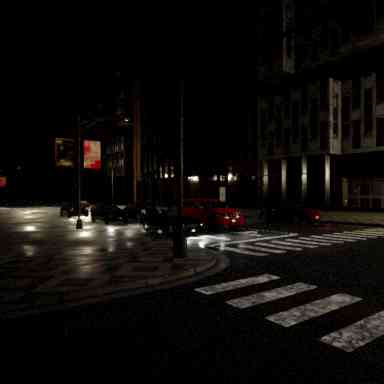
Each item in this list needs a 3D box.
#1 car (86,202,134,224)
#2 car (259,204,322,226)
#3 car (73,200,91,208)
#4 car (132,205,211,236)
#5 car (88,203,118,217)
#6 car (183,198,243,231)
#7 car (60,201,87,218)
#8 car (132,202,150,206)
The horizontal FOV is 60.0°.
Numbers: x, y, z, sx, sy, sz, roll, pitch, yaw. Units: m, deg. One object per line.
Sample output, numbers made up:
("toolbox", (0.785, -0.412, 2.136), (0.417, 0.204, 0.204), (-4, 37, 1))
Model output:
("car", (-7.154, 1.855, 28.581), (1.882, 1.535, 5.008), (0, -1, -36))
("car", (7.367, 1.656, 25.396), (1.882, 1.535, 5.008), (0, -1, -36))
("car", (-22.027, 2.406, 66.420), (2.033, 1.411, 5.357), (0, -1, -36))
("car", (-1.461, 1.793, 20.632), (2.033, 1.411, 5.357), (0, -1, -36))
("car", (-10.421, 2.024, 38.736), (1.812, 1.442, 4.674), (0, -1, -35))
("car", (1.023, 1.455, 22.790), (2.150, 2.045, 5.566), (0, -1, -34))
("car", (-13.067, 1.866, 36.851), (2.097, 1.767, 4.553), (0, -1, -36))
("car", (-4.635, 1.716, 30.653), (2.097, 1.767, 4.553), (0, -1, -36))
